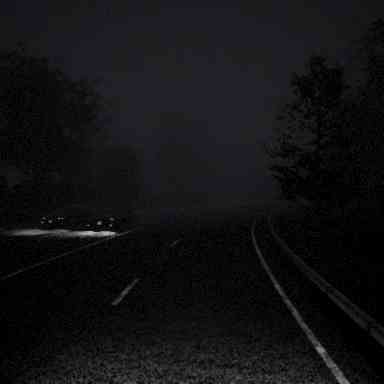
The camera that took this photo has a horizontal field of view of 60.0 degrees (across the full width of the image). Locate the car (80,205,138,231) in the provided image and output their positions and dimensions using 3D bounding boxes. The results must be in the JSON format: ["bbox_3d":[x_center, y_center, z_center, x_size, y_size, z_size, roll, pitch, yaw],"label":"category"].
[{"bbox_3d":[-4.992,1.619,21.221,1.994,1.385,4.181,0,0,11],"label":"car"}]

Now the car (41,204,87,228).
[{"bbox_3d":[-8.245,1.582,22.839,1.837,1.490,4.892,0,0,11],"label":"car"}]
